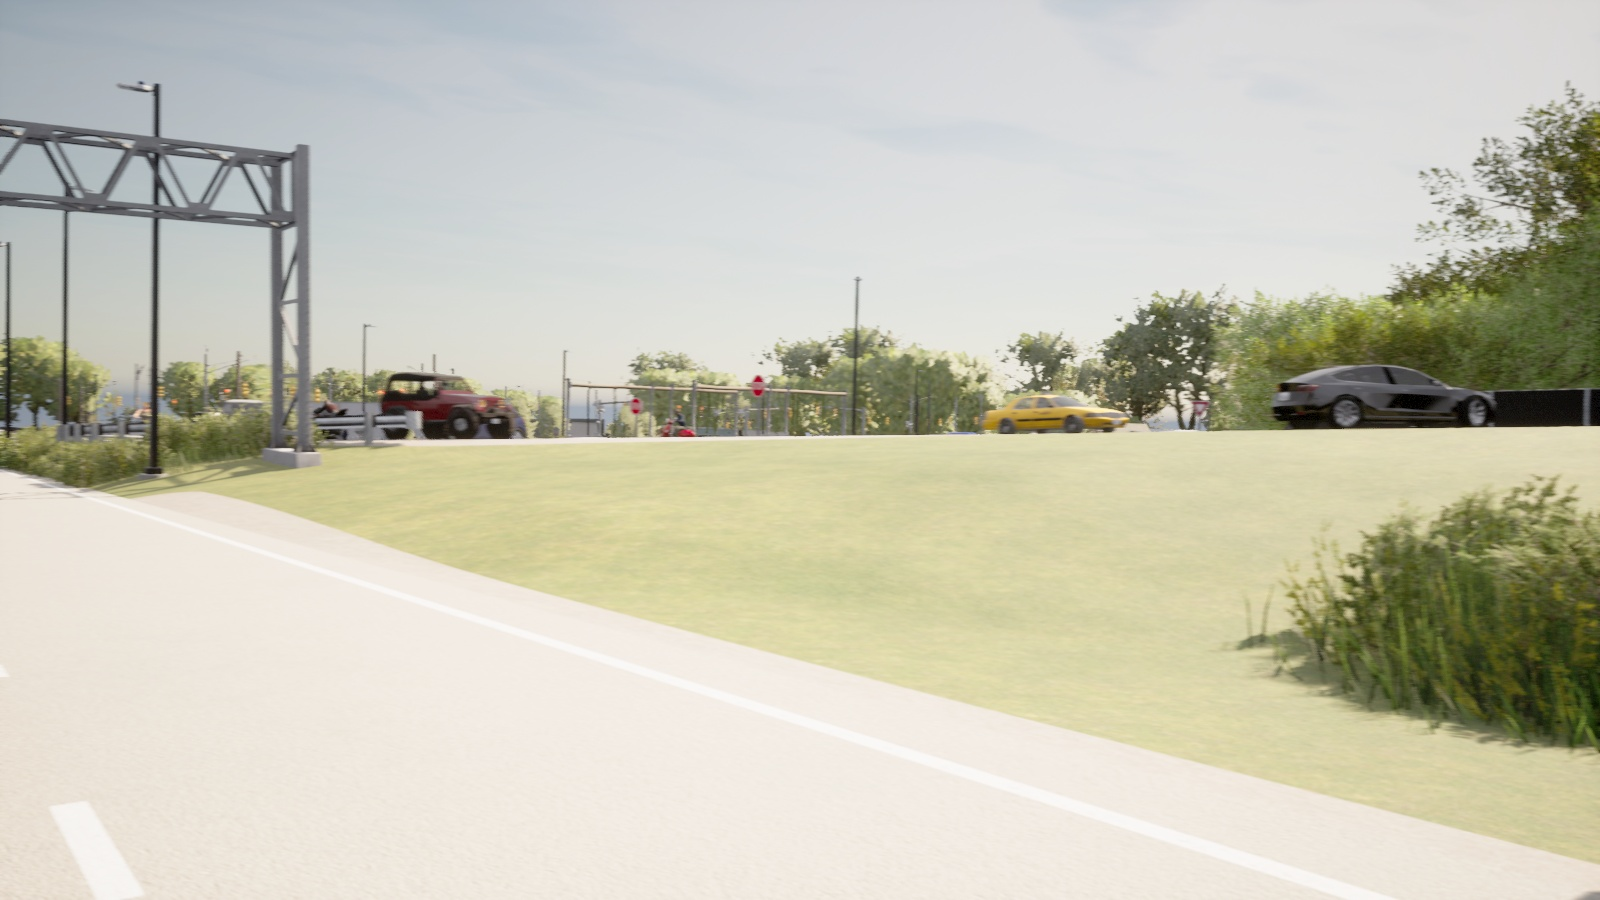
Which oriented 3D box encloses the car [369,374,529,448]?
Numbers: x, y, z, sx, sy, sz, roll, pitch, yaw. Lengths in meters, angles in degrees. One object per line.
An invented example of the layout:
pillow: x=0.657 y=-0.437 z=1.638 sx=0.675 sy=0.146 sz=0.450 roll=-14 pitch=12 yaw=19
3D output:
car: x=-9.698 y=-1.050 z=34.719 sx=3.866 sy=1.878 sz=1.905 roll=-1 pitch=1 yaw=25

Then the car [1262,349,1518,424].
car: x=13.190 y=-1.402 z=28.239 sx=4.792 sy=1.488 sz=2.163 roll=-1 pitch=0 yaw=-7

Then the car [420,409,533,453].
car: x=-12.083 y=-0.686 z=47.000 sx=3.633 sy=1.501 sz=1.845 roll=0 pitch=-2 yaw=-41

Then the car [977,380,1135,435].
car: x=8.566 y=-1.378 z=42.555 sx=1.801 sy=1.575 sz=5.366 roll=-1 pitch=-1 yaw=-37

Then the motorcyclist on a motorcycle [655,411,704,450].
motorcyclist on a motorcycle: x=-4.992 y=-0.809 z=52.120 sx=1.817 sy=1.590 sz=0.866 roll=-1 pitch=-1 yaw=-33

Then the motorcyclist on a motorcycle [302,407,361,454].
motorcyclist on a motorcycle: x=-15.993 y=-0.657 z=42.809 sx=2.191 sy=1.530 sz=0.866 roll=-2 pitch=-1 yaw=39

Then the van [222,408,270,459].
van: x=-23.502 y=-0.642 z=53.226 sx=1.775 sy=1.987 sz=4.442 roll=0 pitch=-1 yaw=-25
